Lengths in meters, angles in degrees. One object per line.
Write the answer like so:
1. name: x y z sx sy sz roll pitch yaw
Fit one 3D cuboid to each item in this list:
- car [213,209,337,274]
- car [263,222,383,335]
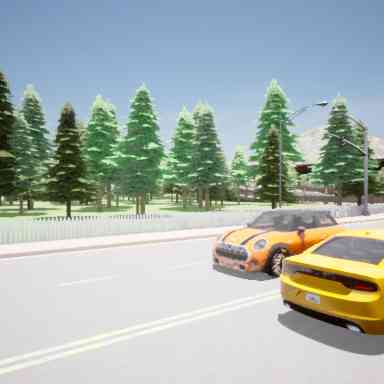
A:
1. car: 2.820 1.352 10.284 4.553 1.767 2.097 0 0 -35
2. car: 3.878 1.478 6.519 5.008 1.535 1.882 0 0 -35
